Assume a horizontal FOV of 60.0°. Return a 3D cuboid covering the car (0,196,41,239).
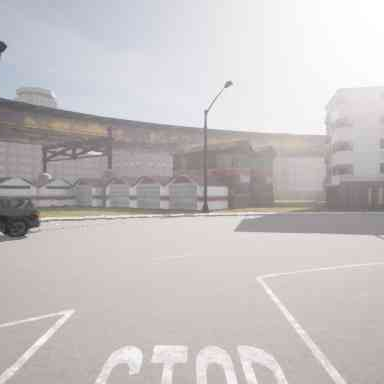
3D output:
[{"bbox_3d":[-10.226,1.223,15.855,5.566,2.045,2.150,0,-1,-39],"label":"car"}]
